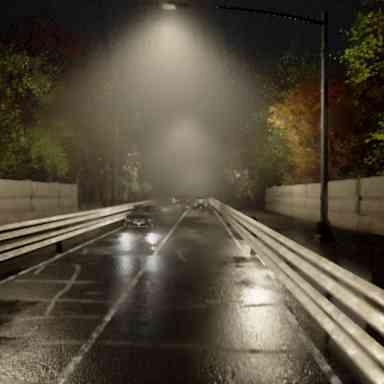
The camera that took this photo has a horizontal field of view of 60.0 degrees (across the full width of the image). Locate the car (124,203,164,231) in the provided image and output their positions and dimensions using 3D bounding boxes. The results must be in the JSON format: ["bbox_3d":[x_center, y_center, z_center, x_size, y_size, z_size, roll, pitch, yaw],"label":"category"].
[{"bbox_3d":[-2.823,1.465,20.459,1.837,1.490,4.892,0,0,2],"label":"car"}]

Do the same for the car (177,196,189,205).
[{"bbox_3d":[-1.609,1.552,62.577,2.097,1.767,4.553,0,-1,2],"label":"car"}]

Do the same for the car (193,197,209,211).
[{"bbox_3d":[1.101,1.605,41.602,1.895,1.301,4.718,0,0,2],"label":"car"}]
